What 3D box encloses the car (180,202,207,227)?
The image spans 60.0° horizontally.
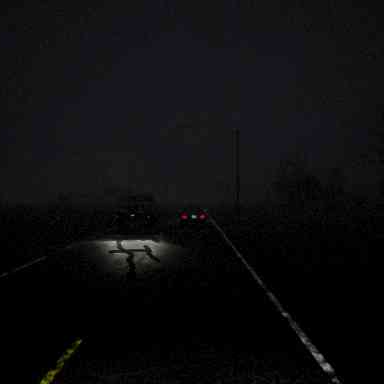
[{"bbox_3d":[0.105,1.721,24.599,2.033,1.411,5.357,0,0,0],"label":"car"}]

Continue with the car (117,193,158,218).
[{"bbox_3d":[-3.496,1.037,22.355,2.150,2.045,5.566,0,0,0],"label":"car"}]
